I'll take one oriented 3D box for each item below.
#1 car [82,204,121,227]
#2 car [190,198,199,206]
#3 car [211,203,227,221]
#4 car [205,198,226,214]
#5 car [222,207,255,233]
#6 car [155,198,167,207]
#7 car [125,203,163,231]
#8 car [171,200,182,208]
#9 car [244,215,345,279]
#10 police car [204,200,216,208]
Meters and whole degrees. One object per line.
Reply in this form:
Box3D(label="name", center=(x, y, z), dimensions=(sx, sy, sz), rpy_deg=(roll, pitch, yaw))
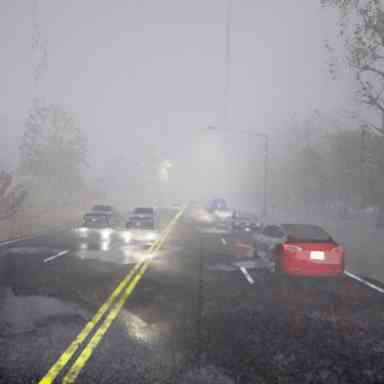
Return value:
Box3D(label="car", center=(-6.551, 1.655, 24.585), dimensions=(1.837, 1.490, 4.892), rpy_deg=(2, -1, 0))
Box3D(label="car", center=(0.451, 2.307, 75.756), dimensions=(2.033, 1.411, 5.357), rpy_deg=(2, -1, 1))
Box3D(label="car", center=(3.304, 2.116, 33.017), dimensions=(1.895, 1.301, 4.718), rpy_deg=(2, 0, 0))
Box3D(label="car", center=(3.332, 1.864, 44.022), dimensions=(2.150, 2.045, 5.566), rpy_deg=(2, -1, 0))
Box3D(label="car", center=(3.299, 1.975, 22.022), dimensions=(1.895, 1.301, 4.718), rpy_deg=(3, -1, 0))
Box3D(label="car", center=(-6.208, 1.983, 66.915), dimensions=(2.097, 1.767, 4.553), rpy_deg=(2, -1, 1))
Box3D(label="car", center=(-3.305, 1.751, 22.898), dimensions=(1.812, 1.442, 4.674), rpy_deg=(2, -1, 0))
Box3D(label="car", center=(-3.002, 2.251, 64.799), dimensions=(2.033, 1.411, 5.357), rpy_deg=(2, -1, 1))
Box3D(label="car", center=(3.278, 1.750, 11.028), dimensions=(2.163, 1.488, 4.792), rpy_deg=(2, -1, 0))
Box3D(label="police car", center=(3.518, 2.391, 65.919), dimensions=(2.038, 1.542, 4.974), rpy_deg=(2, -1, 1))
